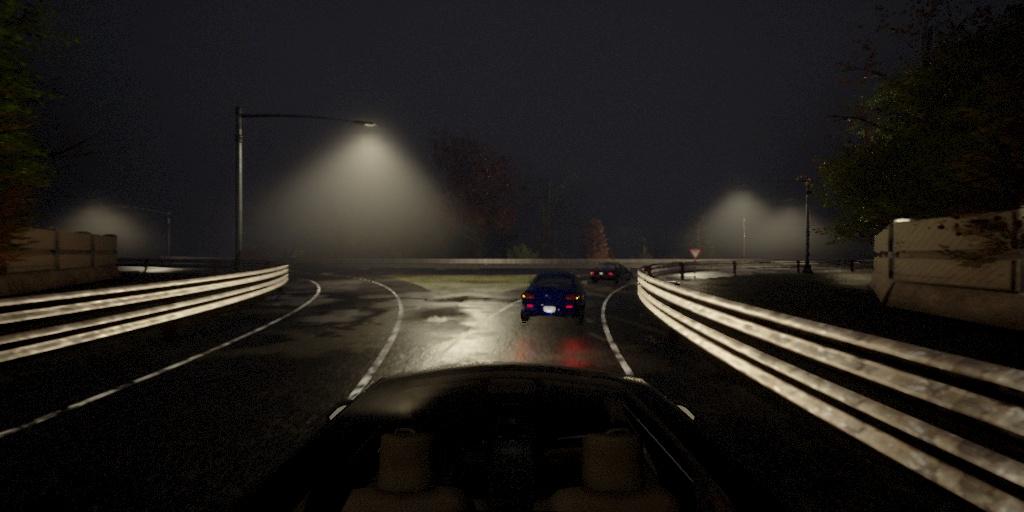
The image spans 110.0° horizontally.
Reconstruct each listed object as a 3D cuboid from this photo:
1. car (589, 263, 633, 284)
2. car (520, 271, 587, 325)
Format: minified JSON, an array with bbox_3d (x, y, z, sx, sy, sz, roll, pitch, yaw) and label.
[{"bbox_3d":[7.082,1.181,25.399,2.033,1.411,5.357,0,0,31],"label":"car"},{"bbox_3d":[1.428,1.222,11.629,1.812,1.442,4.674,0,0,11],"label":"car"}]
